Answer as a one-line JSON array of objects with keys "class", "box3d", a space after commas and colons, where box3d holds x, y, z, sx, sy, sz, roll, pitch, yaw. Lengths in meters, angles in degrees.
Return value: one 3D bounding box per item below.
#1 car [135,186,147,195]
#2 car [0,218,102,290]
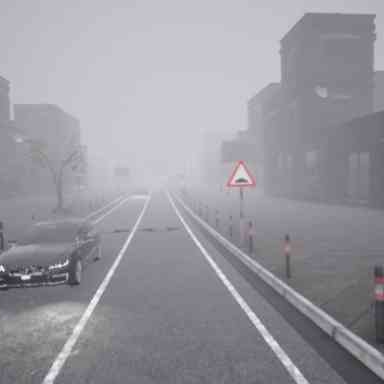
[{"class": "car", "box3d": [-8.765, -0.346, 57.405, 2.128, 1.511, 4.902, -2, 3, -6]}, {"class": "car", "box3d": [-3.841, 1.581, 9.598, 1.837, 1.490, 4.892, -2, 0, -6]}]
